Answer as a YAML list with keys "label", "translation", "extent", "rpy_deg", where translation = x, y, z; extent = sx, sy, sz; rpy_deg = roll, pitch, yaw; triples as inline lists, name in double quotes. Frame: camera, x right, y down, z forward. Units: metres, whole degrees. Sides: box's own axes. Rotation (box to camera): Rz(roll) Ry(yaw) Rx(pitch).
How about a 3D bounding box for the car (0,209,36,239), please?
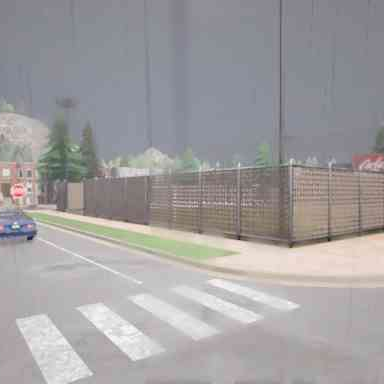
- label: "car"
  translation: [-9.126, 1.537, 16.275]
  extent: [2.033, 1.411, 5.357]
  rpy_deg: [0, 0, -38]
